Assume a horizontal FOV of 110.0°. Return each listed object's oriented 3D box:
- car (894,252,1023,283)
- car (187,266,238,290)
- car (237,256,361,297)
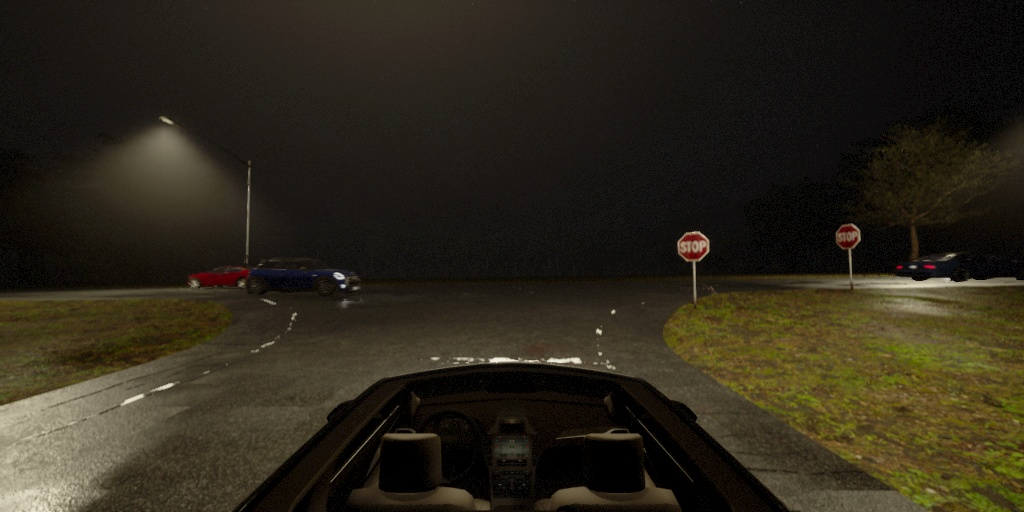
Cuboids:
[{"bbox_3d":[21.329,0.517,16.861,5.357,1.411,2.033,-1,-3,-1],"label":"car"},{"bbox_3d":[-18.456,1.387,23.607,5.008,1.535,1.882,-1,-3,1],"label":"car"},{"bbox_3d":[-9.451,0.883,16.505,4.553,1.767,2.097,0,-1,0],"label":"car"}]
